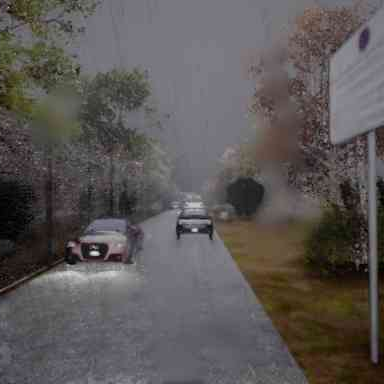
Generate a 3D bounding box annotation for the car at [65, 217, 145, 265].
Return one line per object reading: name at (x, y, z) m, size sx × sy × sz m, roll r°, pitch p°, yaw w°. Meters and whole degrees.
car at (-2.832, 1.598, 11.656) m, size 1.994 × 1.385 × 4.181 m, roll 0°, pitch 0°, yaw 0°

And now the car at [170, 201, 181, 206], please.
car at (-2.577, 2.229, 54.256) m, size 2.128 × 1.511 × 4.902 m, roll 0°, pitch -2°, yaw 1°

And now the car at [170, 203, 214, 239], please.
car at (0.134, 1.571, 17.861) m, size 2.128 × 1.511 × 4.902 m, roll 0°, pitch 0°, yaw 0°

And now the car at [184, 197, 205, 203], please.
car at (0.242, 1.570, 37.340) m, size 2.150 × 2.045 × 5.566 m, roll 0°, pitch -1°, yaw 0°
